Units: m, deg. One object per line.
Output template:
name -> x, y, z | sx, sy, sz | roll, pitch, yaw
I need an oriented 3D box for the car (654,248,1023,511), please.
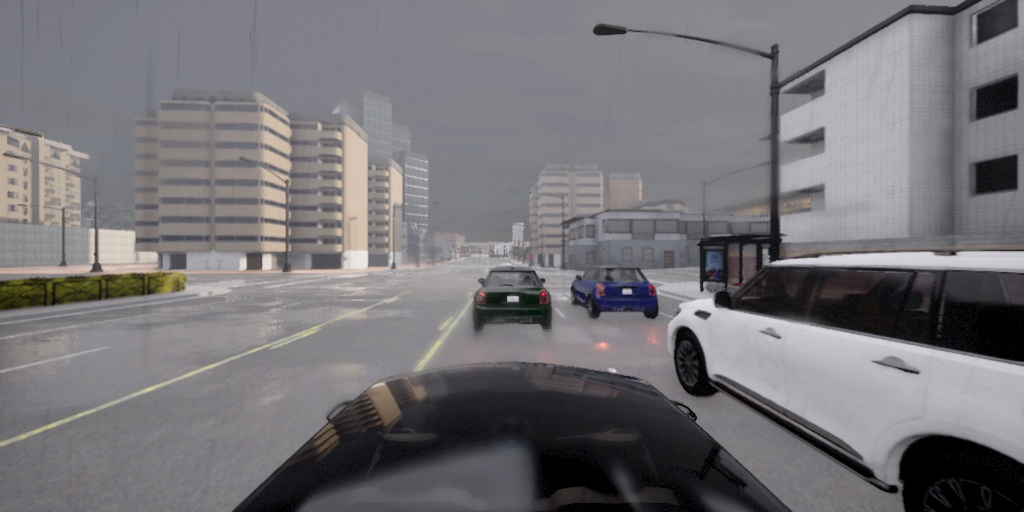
car -> 3.576, 0.970, 3.428 | 2.150, 2.045, 5.566 | 0, 0, 0

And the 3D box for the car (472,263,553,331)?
car -> 0.000, 1.094, 11.107 | 2.097, 1.767, 4.553 | 0, 0, -1

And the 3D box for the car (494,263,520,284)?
car -> -0.492, 1.271, 27.400 | 1.812, 1.442, 4.674 | 0, 0, -3

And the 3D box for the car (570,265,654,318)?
car -> 3.473, 1.091, 13.019 | 2.097, 1.767, 4.553 | 0, 0, -1
